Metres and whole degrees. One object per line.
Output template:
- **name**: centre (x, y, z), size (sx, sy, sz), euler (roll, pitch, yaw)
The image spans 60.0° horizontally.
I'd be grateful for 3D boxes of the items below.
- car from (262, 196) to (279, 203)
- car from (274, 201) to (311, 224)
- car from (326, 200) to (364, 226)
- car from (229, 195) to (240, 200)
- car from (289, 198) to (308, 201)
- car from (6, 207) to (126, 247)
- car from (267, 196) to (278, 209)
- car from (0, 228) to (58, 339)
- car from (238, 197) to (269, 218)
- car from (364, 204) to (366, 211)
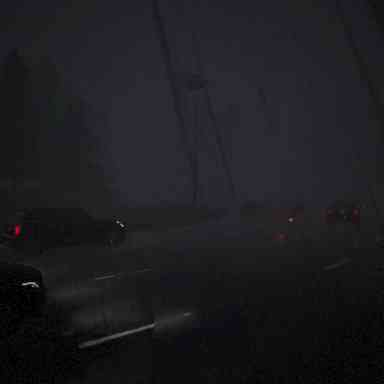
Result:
- **car**: centre (16.751, 1.545, 71.210), size (1.812, 1.442, 4.674), euler (0, 0, -11)
- **car**: centre (7.662, 1.605, 24.908), size (1.895, 1.301, 4.718), euler (0, 0, 23)
- **car**: centre (10.688, 1.353, 23.633), size (2.097, 1.767, 4.553), euler (0, 0, 24)
- **car**: centre (11.560, 1.471, 91.350), size (1.895, 1.301, 4.718), euler (0, 0, -11)
- **car**: centre (13.506, 1.500, 42.702), size (2.128, 1.511, 4.902), euler (0, 0, -5)
- **car**: centre (-5.006, 1.367, 13.515), size (4.553, 1.767, 2.097), euler (0, 0, -40)
- **car**: centre (9.903, 1.576, 43.655), size (1.994, 1.385, 4.181), euler (0, 0, -7)
- **car**: centre (-4.700, 1.534, 4.885), size (4.674, 1.442, 1.812), euler (0, 0, -36)
- **car**: centre (5.712, 1.488, 30.548), size (1.882, 1.535, 5.008), euler (0, 0, 16)
- **car**: centre (17.458, 1.547, 37.212), size (2.033, 1.411, 5.357), euler (0, 0, 3)
